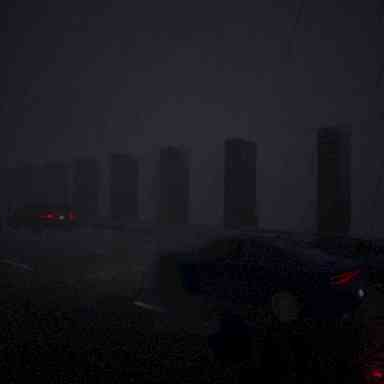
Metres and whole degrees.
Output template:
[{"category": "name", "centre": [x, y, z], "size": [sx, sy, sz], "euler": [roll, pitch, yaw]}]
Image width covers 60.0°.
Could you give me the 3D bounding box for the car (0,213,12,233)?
[{"category": "car", "centre": [-12.944, 1.801, 19.670], "size": [4.902, 1.511, 2.128], "euler": [0, -2, 40]}]

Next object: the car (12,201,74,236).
[{"category": "car", "centre": [-9.867, 1.629, 21.666], "size": [5.566, 2.045, 2.150], "euler": [0, -2, 40]}]

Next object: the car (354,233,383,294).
[{"category": "car", "centre": [4.303, 1.888, 9.664], "size": [4.181, 1.385, 1.994], "euler": [0, -2, 40]}]

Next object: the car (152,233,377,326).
[{"category": "car", "centre": [1.206, 1.703, 7.699], "size": [5.008, 1.535, 1.882], "euler": [0, -2, 40]}]
